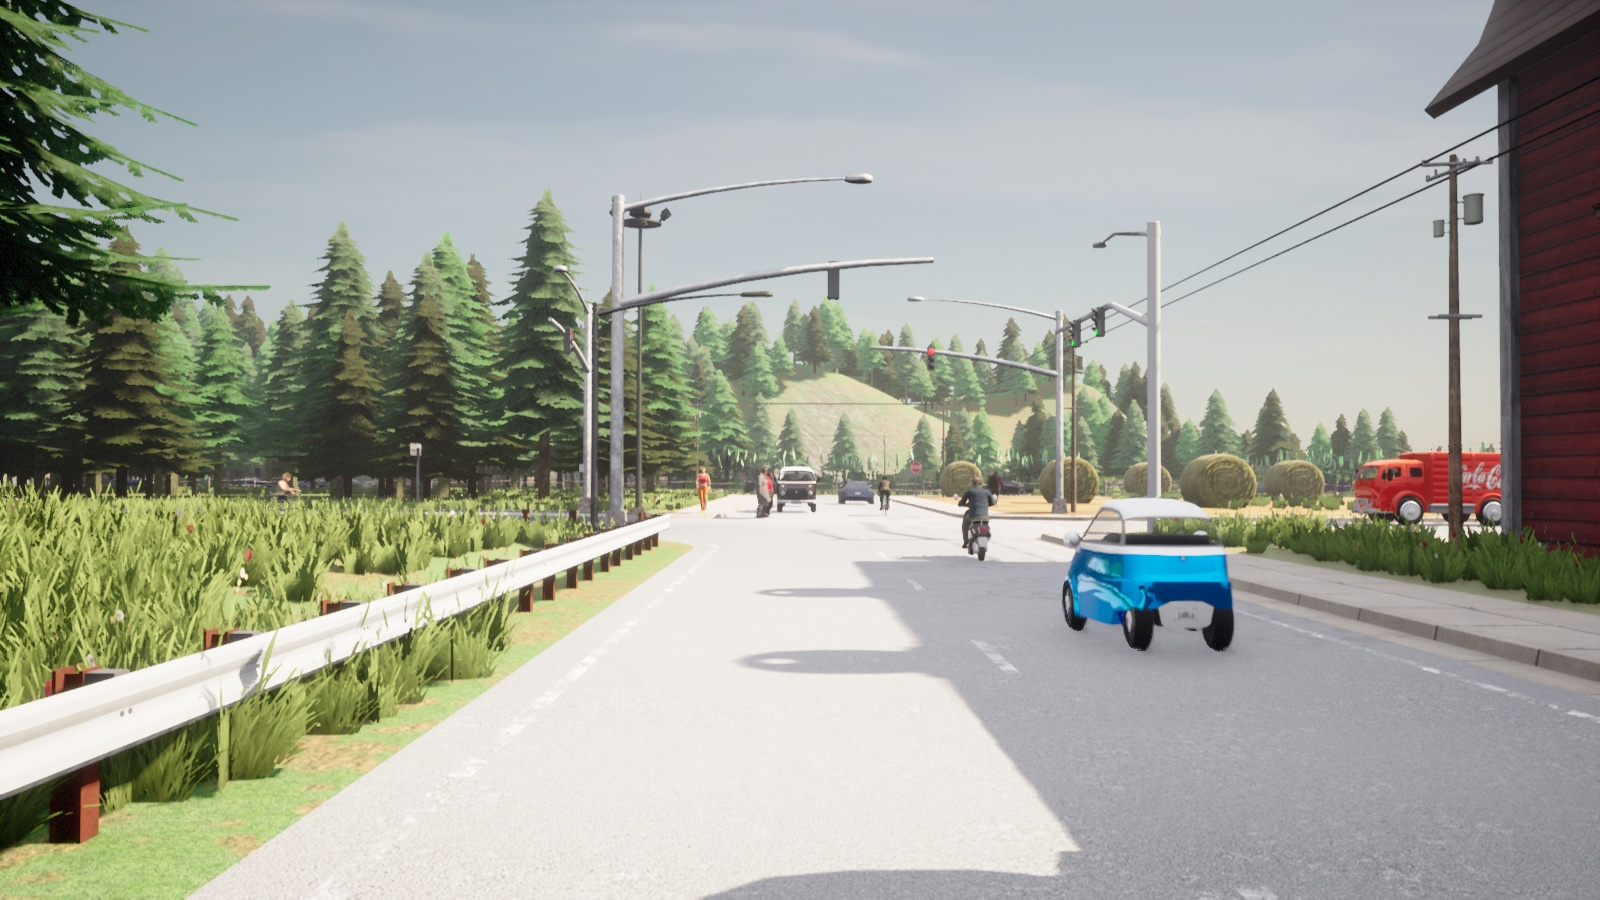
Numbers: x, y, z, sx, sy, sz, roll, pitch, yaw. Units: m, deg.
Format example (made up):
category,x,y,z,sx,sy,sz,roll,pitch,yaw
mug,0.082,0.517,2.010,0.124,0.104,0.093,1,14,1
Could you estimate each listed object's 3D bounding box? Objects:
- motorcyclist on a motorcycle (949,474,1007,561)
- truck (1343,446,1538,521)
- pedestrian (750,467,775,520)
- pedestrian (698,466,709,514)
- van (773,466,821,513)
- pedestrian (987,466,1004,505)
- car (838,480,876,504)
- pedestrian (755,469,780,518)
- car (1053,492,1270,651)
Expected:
category,x,y,z,sx,sy,sz,roll,pitch,yaw
motorcyclist on a motorcycle,3.438,1.281,24.375,0.866,1.590,1.817,0,0,0
truck,21.542,1.124,42.414,5.204,2.467,2.627,0,-1,-1
pedestrian,-1.381,1.597,46.534,0.873,1.952,0.659,0,-1,4
pedestrian,-3.681,1.515,47.923,0.345,1.836,0.594,0,-1,2
van,-0.144,1.751,56.433,2.069,2.038,4.480,0,-1,0
pedestrian,9.436,1.714,60.575,0.634,1.844,0.899,-1,-1,18
car,3.313,2.450,73.839,1.994,1.385,4.181,0,-1,0
pedestrian,-1.211,1.636,47.477,0.899,1.844,0.634,0,-1,1
car,3.469,1.128,12.385,1.481,1.376,2.207,0,-1,0
